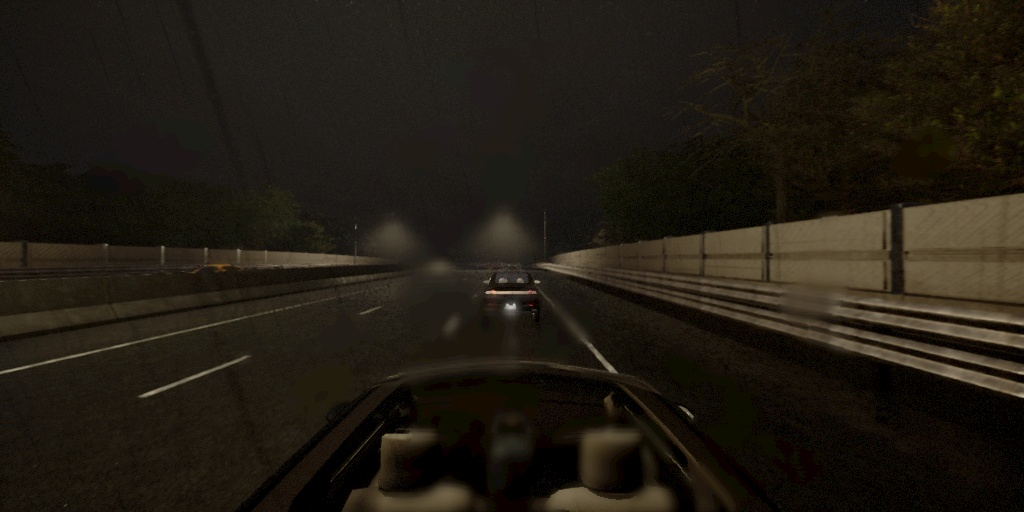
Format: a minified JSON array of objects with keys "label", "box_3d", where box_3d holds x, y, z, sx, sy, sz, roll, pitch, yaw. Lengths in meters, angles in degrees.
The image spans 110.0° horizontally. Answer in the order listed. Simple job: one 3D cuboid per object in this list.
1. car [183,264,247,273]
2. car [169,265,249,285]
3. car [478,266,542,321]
[{"label":"car","box_3d":[-21.077,1.354,25.593,1.882,1.535,5.008,0,-1,0]},{"label":"car","box_3d":[-24.544,1.464,29.416,2.033,1.411,5.357,0,-1,0]},{"label":"car","box_3d":[-0.008,1.274,12.566,2.128,1.511,4.902,0,0,0]}]
